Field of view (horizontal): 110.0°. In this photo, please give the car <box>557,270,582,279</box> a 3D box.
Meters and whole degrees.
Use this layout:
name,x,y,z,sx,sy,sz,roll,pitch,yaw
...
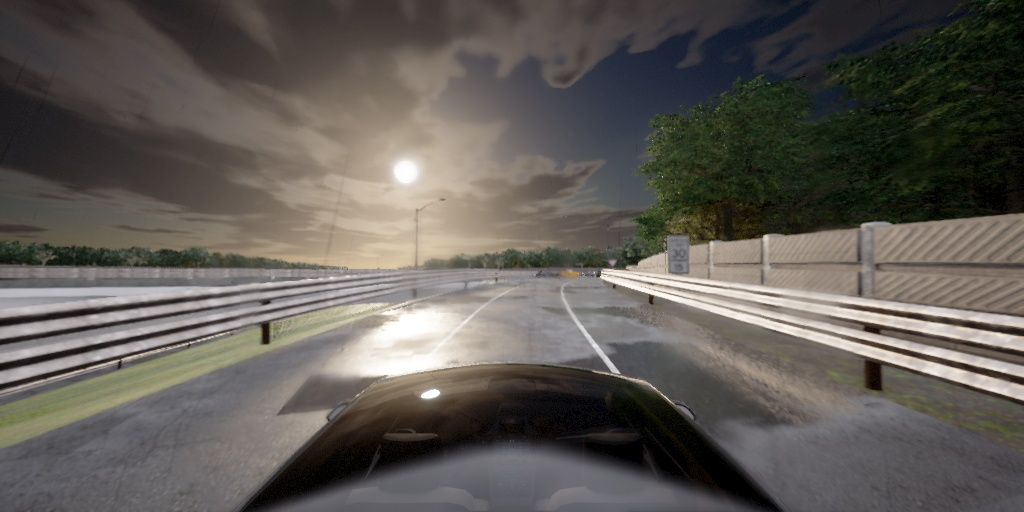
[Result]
name,x,y,z,sx,sy,sz,roll,pitch,yaw
car,10.516,3.249,64.445,1.882,1.535,5.008,-1,-3,33

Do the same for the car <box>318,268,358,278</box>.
name,x,y,z,sx,sy,sz,roll,pitch,yaw
car,-19.972,2.149,41.720,4.674,1.442,1.812,2,-3,-40

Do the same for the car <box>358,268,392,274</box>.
name,x,y,z,sx,sy,sz,roll,pitch,yaw
car,-14.636,2.129,41.636,5.008,1.535,1.882,2,-3,-40

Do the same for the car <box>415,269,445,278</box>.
name,x,y,z,sx,sy,sz,roll,pitch,yaw
car,-9.942,2.175,41.067,4.674,1.442,1.812,2,-3,-42
